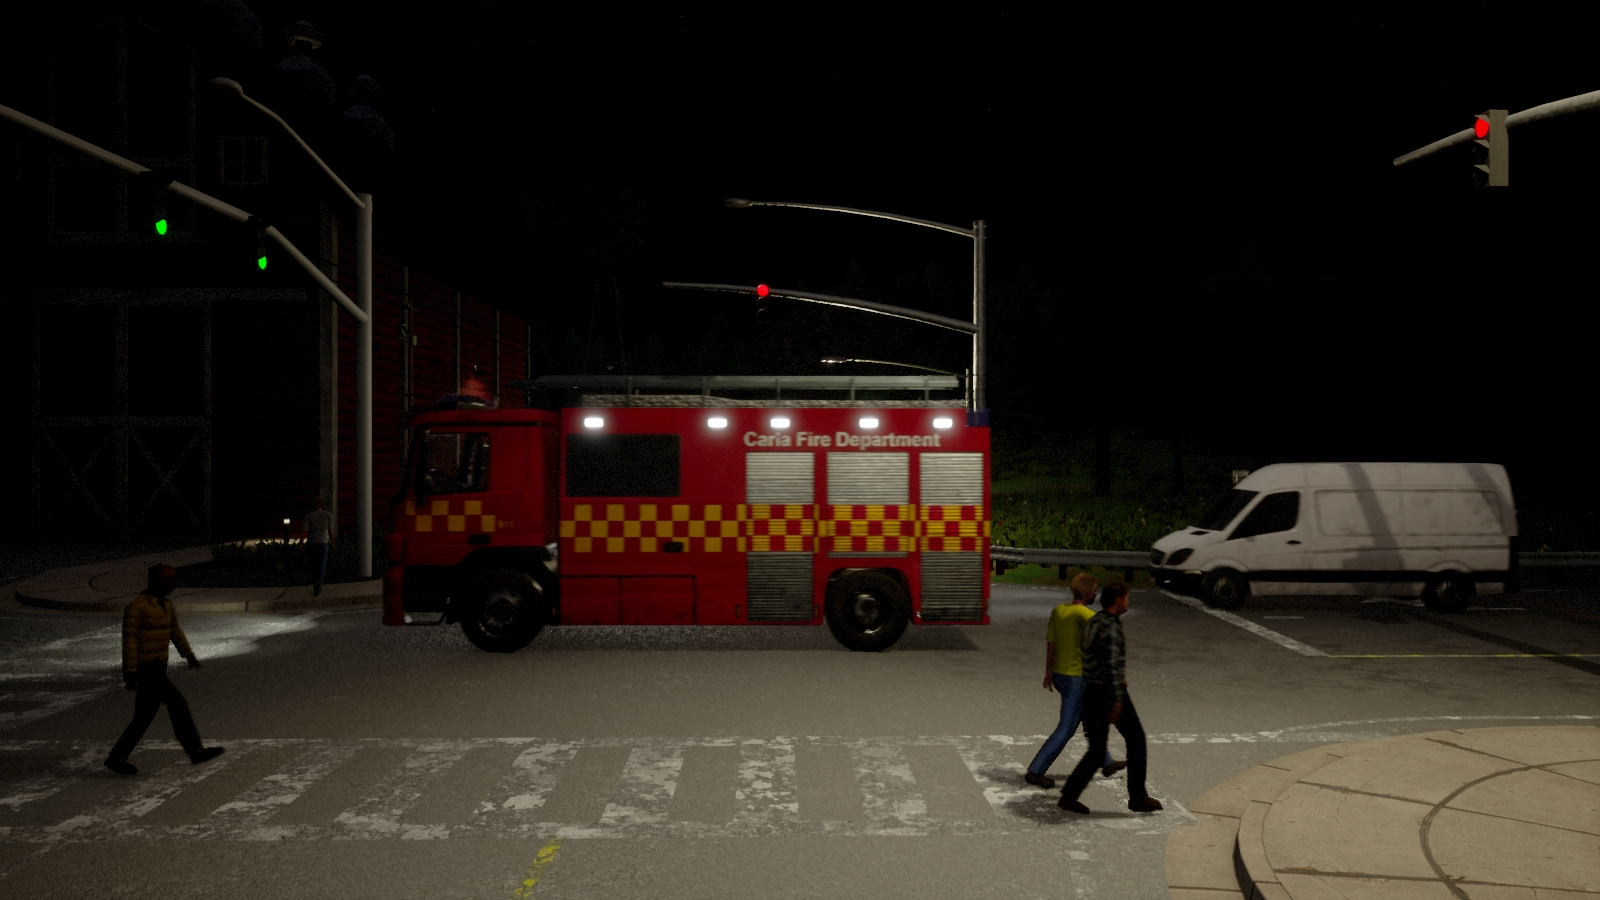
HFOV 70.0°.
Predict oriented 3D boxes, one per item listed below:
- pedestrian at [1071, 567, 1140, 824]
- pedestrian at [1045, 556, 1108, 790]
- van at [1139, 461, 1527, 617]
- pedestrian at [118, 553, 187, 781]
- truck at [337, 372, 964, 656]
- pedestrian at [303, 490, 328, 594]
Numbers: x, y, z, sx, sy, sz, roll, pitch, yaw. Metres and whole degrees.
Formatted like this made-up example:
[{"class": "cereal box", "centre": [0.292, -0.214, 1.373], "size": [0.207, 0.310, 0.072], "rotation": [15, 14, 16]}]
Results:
[{"class": "pedestrian", "centre": [2.317, 1.839, 8.680], "size": [0.375, 1.860, 0.375], "rotation": [0, 0, -13]}, {"class": "pedestrian", "centre": [2.305, 1.835, 9.529], "size": [0.375, 1.860, 0.375], "rotation": [0, 0, -15]}, {"class": "van", "centre": [9.253, 1.495, 20.281], "size": [5.915, 2.561, 1.988], "rotation": [0, 0, 5]}, {"class": "pedestrian", "centre": [-5.491, 1.825, 9.697], "size": [0.375, 1.860, 0.375], "rotation": [0, 0, 0]}, {"class": "truck", "centre": [-2.026, 0.866, 16.899], "size": [8.468, 3.827, 2.891], "rotation": [0, 0, -1]}, {"class": "pedestrian", "centre": [-8.773, 1.657, 20.701], "size": [0.375, 1.860, 0.375], "rotation": [0, 0, -15]}]
